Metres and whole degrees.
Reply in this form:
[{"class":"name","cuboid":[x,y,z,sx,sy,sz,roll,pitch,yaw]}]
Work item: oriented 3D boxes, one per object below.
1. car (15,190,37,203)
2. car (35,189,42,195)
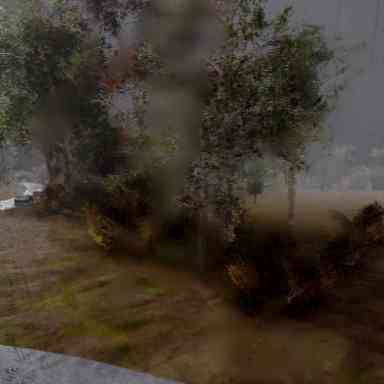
[{"class":"car","cuboid":[-25.384,0.914,50.394,1.994,1.385,4.181,-2,2,-16]},{"class":"car","cuboid":[-29.733,0.238,64.538,1.882,1.535,5.008,-1,3,-19]}]
